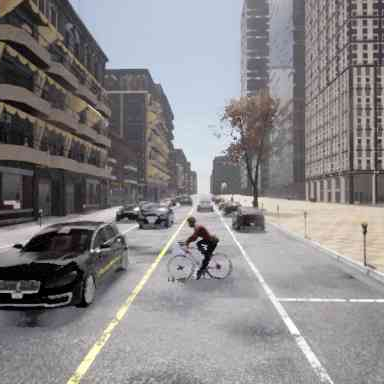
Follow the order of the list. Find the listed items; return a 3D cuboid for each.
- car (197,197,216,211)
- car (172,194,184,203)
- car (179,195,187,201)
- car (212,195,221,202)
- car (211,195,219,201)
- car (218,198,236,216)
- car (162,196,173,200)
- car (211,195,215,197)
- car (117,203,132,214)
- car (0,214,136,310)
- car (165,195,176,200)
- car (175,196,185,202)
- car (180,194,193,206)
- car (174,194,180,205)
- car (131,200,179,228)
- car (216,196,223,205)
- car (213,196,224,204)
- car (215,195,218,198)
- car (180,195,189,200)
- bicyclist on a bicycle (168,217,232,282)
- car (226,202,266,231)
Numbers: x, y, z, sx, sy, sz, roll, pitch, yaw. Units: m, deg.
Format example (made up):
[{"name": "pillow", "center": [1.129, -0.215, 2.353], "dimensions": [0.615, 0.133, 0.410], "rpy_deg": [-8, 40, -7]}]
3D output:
[{"name": "car", "center": [1.626, 1.618, 40.561], "dimensions": [1.895, 1.301, 4.718], "rpy_deg": [0, 0, 2]}, {"name": "car", "center": [-2.964, 1.353, 71.019], "dimensions": [2.192, 1.841, 5.009], "rpy_deg": [1, 0, 2]}, {"name": "car", "center": [-2.316, 1.618, 87.716], "dimensions": [1.947, 1.339, 4.313], "rpy_deg": [1, 0, 2]}, {"name": "car", "center": [5.625, 1.483, 76.257], "dimensions": [1.967, 1.590, 4.097], "rpy_deg": [1, 0, 2]}, {"name": "car", "center": [6.059, 1.492, 87.389], "dimensions": [1.967, 1.590, 4.097], "rpy_deg": [1, 0, 2]}, {"name": "car", "center": [3.886, 1.563, 31.734], "dimensions": [2.008, 1.369, 4.403], "rpy_deg": [1, 0, 2]}, {"name": "car", "center": [-4.054, 1.584, 43.193], "dimensions": [1.947, 1.339, 4.313], "rpy_deg": [1, 0, 2]}, {"name": "car", "center": [2.021, 1.571, 50.743], "dimensions": [2.033, 1.411, 5.357], "rpy_deg": [0, 0, 3]}, {"name": "car", "center": [-4.705, 1.575, 26.497], "dimensions": [1.947, 1.339, 4.313], "rpy_deg": [1, 0, 2]}, {"name": "car", "center": [-2.844, 1.509, 8.017], "dimensions": [1.837, 1.490, 4.892], "rpy_deg": [0, 0, 2]}, {"name": "car", "center": [-3.842, 1.547, 48.588], "dimensions": [1.752, 1.417, 4.829], "rpy_deg": [1, 0, 2]}, {"name": "car", "center": [-2.751, 1.587, 76.585], "dimensions": [1.887, 1.381, 4.507], "rpy_deg": [1, 0, 2]}, {"name": "car", "center": [-0.954, 1.379, 56.161], "dimensions": [2.097, 1.767, 4.553], "rpy_deg": [0, 0, 2]}, {"name": "car", "center": [-3.615, 1.341, 54.324], "dimensions": [2.192, 1.841, 5.009], "rpy_deg": [1, 0, 2]}, {"name": "car", "center": [-2.285, 1.500, 22.164], "dimensions": [2.128, 1.511, 4.902], "rpy_deg": [0, 0, 2]}, {"name": "car", "center": [4.327, 1.544, 43.036], "dimensions": [1.752, 1.417, 4.829], "rpy_deg": [1, 0, 2]}, {"name": "car", "center": [5.189, 1.585, 65.126], "dimensions": [2.008, 1.369, 4.403], "rpy_deg": [1, 0, 2]}, {"name": "car", "center": [4.972, 1.581, 59.562], "dimensions": [2.008, 1.369, 4.403], "rpy_deg": [1, 0, 2]}, {"name": "car", "center": [-2.099, 1.608, 93.281], "dimensions": [2.008, 1.369, 4.403], "rpy_deg": [1, 0, 2]}, {"name": "bicyclist on a bicycle", "center": [0.177, 1.456, 8.449], "dimensions": [1.656, 1.620, 0.582], "rpy_deg": [-2, 0, 2]}, {"name": "car", "center": [3.452, 1.558, 20.603], "dimensions": [2.008, 1.369, 4.403], "rpy_deg": [1, 0, 2]}]
